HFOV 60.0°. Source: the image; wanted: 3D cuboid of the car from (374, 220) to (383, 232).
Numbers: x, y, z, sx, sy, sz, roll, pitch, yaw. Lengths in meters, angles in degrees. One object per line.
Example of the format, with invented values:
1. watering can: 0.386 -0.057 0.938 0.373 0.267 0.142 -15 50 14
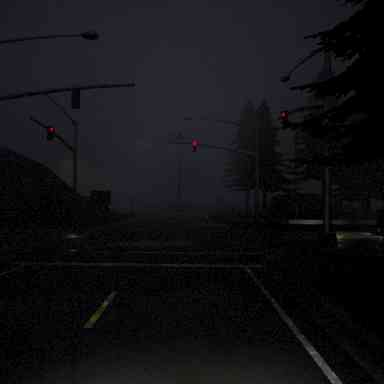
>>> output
1. car: 14.214 1.864 21.230 4.553 1.767 2.097 0 -1 0
